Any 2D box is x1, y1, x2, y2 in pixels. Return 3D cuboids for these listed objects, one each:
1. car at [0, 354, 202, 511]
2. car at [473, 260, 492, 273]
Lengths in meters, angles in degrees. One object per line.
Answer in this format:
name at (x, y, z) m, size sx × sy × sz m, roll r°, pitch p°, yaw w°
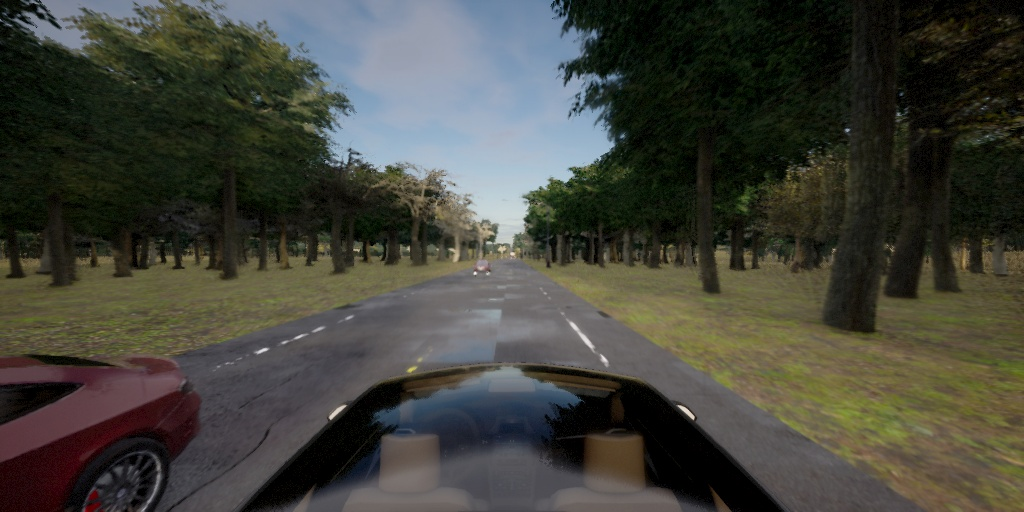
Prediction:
car at (-3.596, 1.276, 1.216) m, size 1.812 × 1.442 × 4.674 m, roll 0°, pitch 0°, yaw 0°
car at (-3.516, 1.195, 43.206) m, size 1.812 × 1.442 × 4.674 m, roll 0°, pitch 0°, yaw 1°
